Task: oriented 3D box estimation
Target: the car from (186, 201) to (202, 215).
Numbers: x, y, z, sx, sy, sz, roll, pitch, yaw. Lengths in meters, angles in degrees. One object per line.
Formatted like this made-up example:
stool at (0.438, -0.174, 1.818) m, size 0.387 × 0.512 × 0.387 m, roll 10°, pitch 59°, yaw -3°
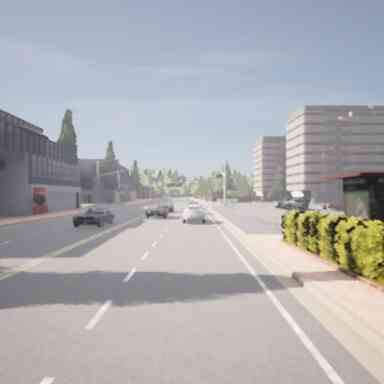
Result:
car at (0.205, 1.874, 40.345) m, size 1.812 × 1.442 × 4.674 m, roll 0°, pitch 0°, yaw 0°

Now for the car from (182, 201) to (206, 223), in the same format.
car at (0.172, 1.767, 27.876) m, size 1.812 × 1.442 × 4.674 m, roll 0°, pitch -1°, yaw 0°

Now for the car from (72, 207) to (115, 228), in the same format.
car at (-6.999, 1.803, 24.046) m, size 1.895 × 1.301 × 4.718 m, roll 0°, pitch -1°, yaw 1°

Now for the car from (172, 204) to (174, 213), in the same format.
car at (-3.333, 1.973, 43.393) m, size 1.895 × 1.301 × 4.718 m, roll 0°, pitch 0°, yaw 0°

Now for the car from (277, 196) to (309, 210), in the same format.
car at (14.410, 1.571, 46.491) m, size 3.866 × 1.878 × 1.905 m, roll 0°, pitch 0°, yaw -1°

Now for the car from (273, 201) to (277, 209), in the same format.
car at (14.398, 1.593, 49.386) m, size 4.605 × 1.855 × 1.932 m, roll 0°, pitch 0°, yaw -1°

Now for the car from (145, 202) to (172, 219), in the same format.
car at (-3.336, 1.880, 32.577) m, size 1.895 × 1.301 × 4.718 m, roll 0°, pitch 0°, yaw 0°
